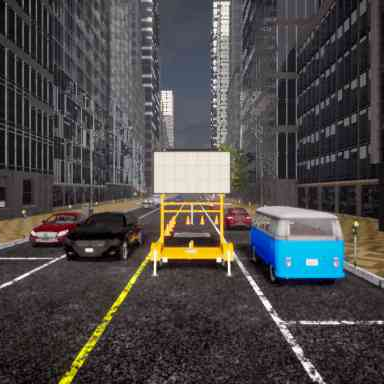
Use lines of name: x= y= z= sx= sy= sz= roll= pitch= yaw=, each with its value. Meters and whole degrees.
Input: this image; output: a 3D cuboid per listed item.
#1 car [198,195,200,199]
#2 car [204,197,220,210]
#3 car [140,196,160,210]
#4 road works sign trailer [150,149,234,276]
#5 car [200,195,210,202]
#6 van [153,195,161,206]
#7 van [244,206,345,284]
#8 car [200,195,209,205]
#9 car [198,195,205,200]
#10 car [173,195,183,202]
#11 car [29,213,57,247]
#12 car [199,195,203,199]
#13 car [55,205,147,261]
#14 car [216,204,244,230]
car: x=2.696 y=1.410 z=66.228 sx=1.967 sy=1.590 sz=4.097 roll=0 pitch=0 yaw=0
car: x=2.693 y=1.581 z=37.766 sx=1.802 sy=1.307 sz=4.206 roll=0 pitch=0 yaw=0
car: x=-5.687 y=1.548 z=43.462 sx=2.008 sy=1.369 sz=4.403 roll=0 pitch=0 yaw=0
road works sign trailer: x=0.001 y=0.464 z=10.323 sx=2.380 sy=3.560 sz=2.880 roll=0 pitch=0 yaw=0
car: x=2.696 y=1.401 z=71.920 sx=1.967 sy=1.590 sz=4.097 roll=0 pitch=0 yaw=0
van: x=-5.686 y=1.328 z=54.847 sx=1.690 sy=1.788 sz=3.998 roll=0 pitch=0 yaw=0
van: x=2.691 y=1.341 z=9.304 sx=1.690 sy=1.788 sz=3.998 roll=0 pitch=0 yaw=0
car: x=2.694 y=1.544 z=49.150 sx=2.008 sy=1.369 sz=4.403 roll=0 pitch=0 yaw=0
car: x=2.698 y=1.462 z=94.690 sx=1.887 sy=1.381 sz=4.507 roll=0 pitch=0 yaw=0
car: x=-2.995 y=1.439 z=71.856 sx=1.882 sy=1.535 sz=5.008 roll=0 pitch=0 yaw=0
car: x=-5.690 y=1.581 z=14.999 sx=1.802 sy=1.307 sz=4.206 roll=0 pitch=0 yaw=0
car: x=2.695 y=1.538 z=54.843 sx=2.008 sy=1.369 sz=4.403 roll=0 pitch=0 yaw=0
car: x=-3.099 y=1.477 z=12.512 sx=1.882 sy=1.535 sz=5.008 roll=0 pitch=0 yaw=0
car: x=2.692 y=1.581 z=20.688 sx=1.802 sy=1.307 sz=4.206 roll=0 pitch=0 yaw=0
